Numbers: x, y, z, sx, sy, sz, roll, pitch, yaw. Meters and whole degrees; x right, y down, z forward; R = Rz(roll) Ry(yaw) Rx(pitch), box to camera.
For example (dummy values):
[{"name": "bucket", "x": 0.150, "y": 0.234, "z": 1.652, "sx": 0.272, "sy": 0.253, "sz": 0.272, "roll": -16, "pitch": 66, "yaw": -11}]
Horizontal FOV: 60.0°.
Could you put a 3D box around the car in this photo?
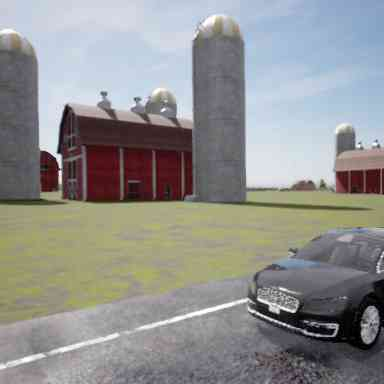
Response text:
[{"name": "car", "x": 3.179, "y": 1.469, "z": 6.252, "sx": 4.892, "sy": 1.490, "sz": 1.837, "roll": 0, "pitch": 0, "yaw": -35}]
